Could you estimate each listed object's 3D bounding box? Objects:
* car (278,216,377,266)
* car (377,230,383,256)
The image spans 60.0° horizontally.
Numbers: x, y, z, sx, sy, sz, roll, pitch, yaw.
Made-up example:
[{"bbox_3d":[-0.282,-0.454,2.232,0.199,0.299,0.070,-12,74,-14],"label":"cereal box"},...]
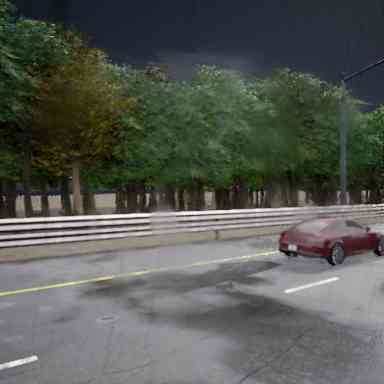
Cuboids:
[{"bbox_3d":[4.975,1.556,11.603,4.674,1.442,1.812,0,0,-36],"label":"car"},{"bbox_3d":[7.008,1.555,8.753,4.674,1.442,1.812,0,0,-36],"label":"car"}]
